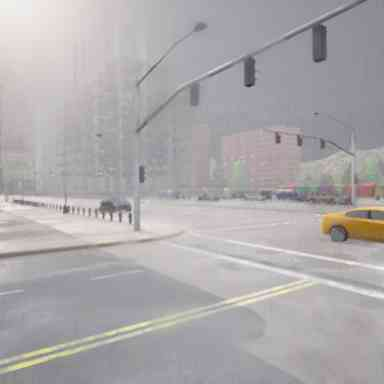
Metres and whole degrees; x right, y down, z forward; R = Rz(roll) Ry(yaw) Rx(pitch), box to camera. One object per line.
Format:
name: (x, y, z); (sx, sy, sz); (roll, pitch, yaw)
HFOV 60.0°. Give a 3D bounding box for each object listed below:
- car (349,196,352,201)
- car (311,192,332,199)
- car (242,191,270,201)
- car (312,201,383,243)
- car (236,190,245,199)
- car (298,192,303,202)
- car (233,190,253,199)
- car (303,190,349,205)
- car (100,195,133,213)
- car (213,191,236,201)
car: (19.276, 0.725, 43.721); (1.905, 1.878, 3.866); (-1, 0, -35)
car: (27.561, 0.696, 70.990); (1.784, 1.438, 3.905); (-1, 0, -35)
car: (11.410, 0.937, 59.550); (1.970, 1.475, 3.806); (-1, 0, -35)
car: (7.692, 1.333, 13.271); (1.882, 1.535, 5.008); (-1, 0, -38)
car: (9.772, 0.815, 76.882); (1.784, 1.438, 3.905); (-1, 0, -35)
car: (25.156, 0.516, 69.371); (1.932, 1.855, 4.605); (-1, 0, -35)
car: (11.933, 0.576, 78.470); (1.932, 1.855, 4.605); (-1, 0, -35)
car: (16.880, 0.753, 42.095); (1.932, 1.855, 4.605); (-1, 0, -35)
car: (-7.947, 1.210, 34.649); (2.097, 1.767, 4.553); (-1, 0, -35)
car: (7.408, 0.877, 75.213); (1.970, 1.475, 3.806); (-1, 0, -35)
